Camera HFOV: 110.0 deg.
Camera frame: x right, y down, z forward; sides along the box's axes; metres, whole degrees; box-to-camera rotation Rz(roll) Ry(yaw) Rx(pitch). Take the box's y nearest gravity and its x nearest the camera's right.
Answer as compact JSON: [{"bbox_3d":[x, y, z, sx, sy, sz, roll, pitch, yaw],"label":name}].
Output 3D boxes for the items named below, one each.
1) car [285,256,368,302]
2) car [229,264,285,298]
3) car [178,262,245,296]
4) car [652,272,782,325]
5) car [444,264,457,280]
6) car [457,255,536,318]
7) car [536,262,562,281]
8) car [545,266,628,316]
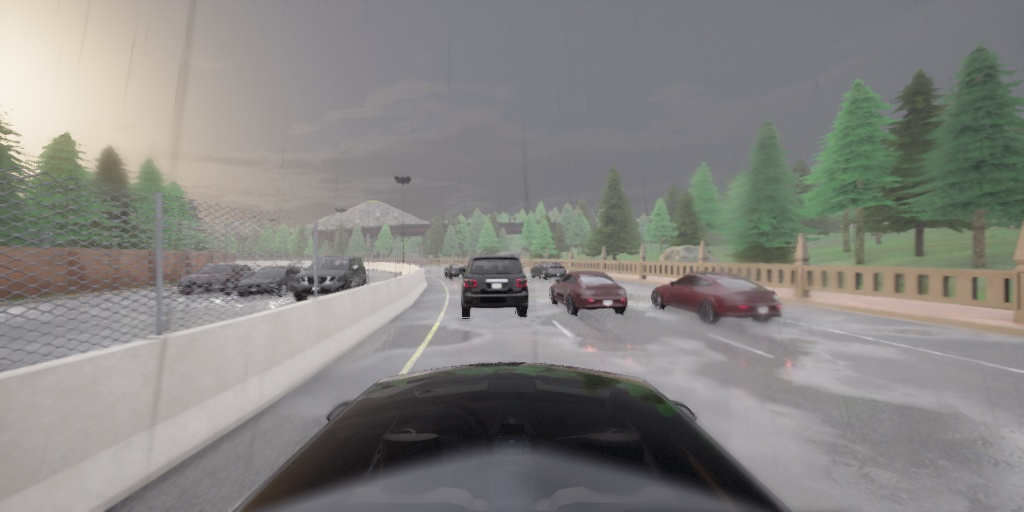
[{"bbox_3d":[-8.709,1.018,17.746,2.150,2.045,5.566,0,0,-10],"label":"car"},{"bbox_3d":[-12.563,1.319,19.134,1.837,1.490,4.892,0,0,-12],"label":"car"},{"bbox_3d":[-16.411,1.183,20.297,2.097,1.767,4.553,0,0,-13],"label":"car"},{"bbox_3d":[6.379,1.254,11.725,1.812,1.442,4.674,0,0,-6],"label":"car"},{"bbox_3d":[-4.998,1.390,32.354,1.895,1.301,4.718,0,0,-18],"label":"car"},{"bbox_3d":[-0.759,0.982,13.274,2.150,2.045,5.566,0,0,-7],"label":"car"},{"bbox_3d":[2.961,1.246,30.048,2.128,1.511,4.902,0,0,-15],"label":"car"},{"bbox_3d":[2.699,1.271,13.318,1.812,1.442,4.674,0,0,-6],"label":"car"}]
